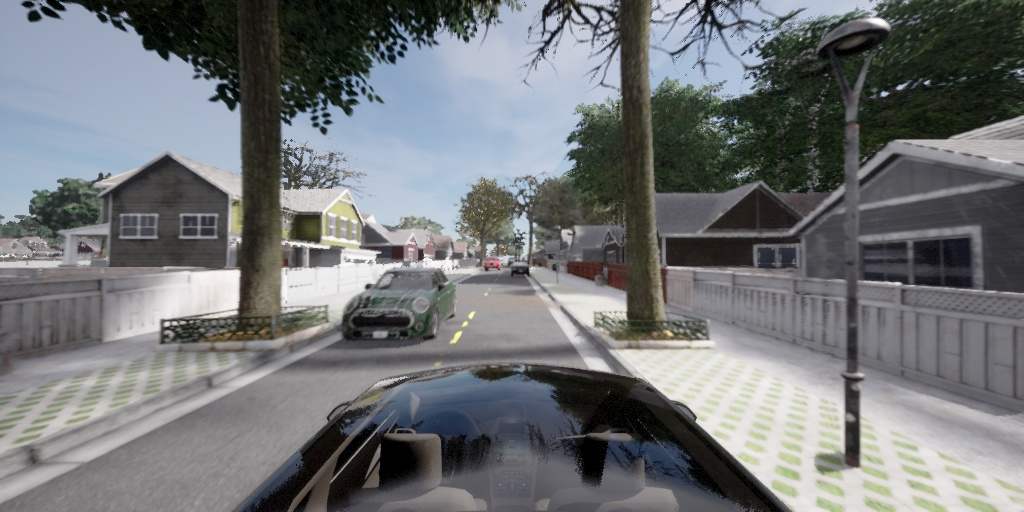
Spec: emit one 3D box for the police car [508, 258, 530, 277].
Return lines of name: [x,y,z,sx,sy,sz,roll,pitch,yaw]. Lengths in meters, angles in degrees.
police car: [0.834,1.256,37.058,1.930,1.638,5.238,0,0,0]

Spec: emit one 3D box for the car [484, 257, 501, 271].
car: [-2.809,1.109,51.688,2.150,2.045,5.566,0,0,0]

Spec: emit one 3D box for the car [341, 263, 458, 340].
car: [-2.846,1.110,9.990,2.097,1.767,4.553,0,0,0]
